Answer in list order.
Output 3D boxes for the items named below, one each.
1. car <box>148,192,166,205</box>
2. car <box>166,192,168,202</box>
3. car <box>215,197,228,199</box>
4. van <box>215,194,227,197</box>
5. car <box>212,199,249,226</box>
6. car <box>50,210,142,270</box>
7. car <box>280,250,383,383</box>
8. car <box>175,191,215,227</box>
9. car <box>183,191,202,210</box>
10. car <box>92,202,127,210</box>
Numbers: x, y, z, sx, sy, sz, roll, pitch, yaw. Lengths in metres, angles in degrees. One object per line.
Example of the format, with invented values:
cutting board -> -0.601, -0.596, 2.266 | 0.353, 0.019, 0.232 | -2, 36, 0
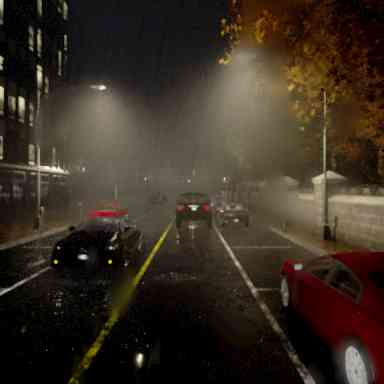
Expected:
car -> -5.307, 1.083, 49.164 | 1.967, 1.590, 4.097 | 0, 0, 0
car -> -5.375, 0.873, 60.250 | 2.192, 1.841, 5.009 | 0, 0, 0
car -> 2.570, 1.352, 26.982 | 1.887, 1.381, 4.507 | 0, 0, 0
van -> 2.571, 1.108, 32.526 | 1.690, 1.788, 3.998 | 0, 0, 0
car -> 2.569, 1.398, 21.436 | 2.008, 1.369, 4.403 | 0, 0, 0
car -> -2.835, 1.488, 10.630 | 1.994, 1.385, 4.181 | 0, 0, 0
car -> 2.567, 1.510, 4.801 | 1.887, 1.381, 4.507 | 0, 0, 0
car -> 0.096, 1.064, 21.676 | 2.150, 2.045, 5.566 | 0, 0, 0
car -> 0.105, 0.933, 40.354 | 2.150, 2.045, 5.566 | 0, 1, 0
car -> -5.311, 1.392, 21.441 | 1.887, 1.381, 4.507 | 0, 0, 0
